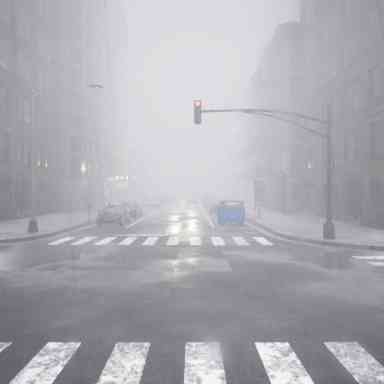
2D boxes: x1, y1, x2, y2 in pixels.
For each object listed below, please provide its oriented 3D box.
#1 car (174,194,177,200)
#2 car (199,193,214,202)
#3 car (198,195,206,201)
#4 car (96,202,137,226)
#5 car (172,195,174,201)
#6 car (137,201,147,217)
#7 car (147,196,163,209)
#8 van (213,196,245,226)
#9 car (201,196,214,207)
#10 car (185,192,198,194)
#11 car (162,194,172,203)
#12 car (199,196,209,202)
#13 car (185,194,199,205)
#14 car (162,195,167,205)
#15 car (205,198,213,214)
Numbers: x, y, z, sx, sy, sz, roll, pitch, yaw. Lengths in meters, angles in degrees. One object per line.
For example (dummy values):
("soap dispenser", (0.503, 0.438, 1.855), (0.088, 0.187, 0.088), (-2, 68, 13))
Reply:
("car", (-5.410, 1.409, 79.995), (1.967, 1.590, 4.097), (0, 0, 0))
("car", (2.623, 1.305, 51.594), (2.192, 1.841, 5.009), (0, 0, 0))
("car", (2.614, 1.531, 85.681), (1.947, 1.339, 4.313), (0, 0, 0))
("car", (-5.395, 1.549, 23.176), (2.008, 1.369, 4.403), (0, 0, 0))
("car", (-5.407, 1.293, 68.631), (2.192, 1.841, 5.009), (0, 0, 0))
("car", (-5.396, 1.543, 28.858), (1.887, 1.381, 4.507), (0, 0, 0))
("car", (-5.401, 1.520, 45.734), (1.752, 1.417, 4.829), (0, 0, 0))
("van", (2.630, 1.340, 23.187), (1.690, 1.788, 3.998), (0, 0, 0))
("car", (2.625, 1.576, 45.912), (1.802, 1.307, 4.206), (0, 0, 0))
("car", (0.076, 1.331, 67.096), (2.097, 1.767, 4.553), (0, 0, -2))
("car", (-5.405, 1.548, 62.949), (1.947, 1.339, 4.313), (0, 0, 0))
("car", (2.617, 1.524, 74.319), (2.008, 1.369, 4.403), (0, 0, 0))
("car", (0.088, 1.512, 57.266), (1.812, 1.442, 4.674), (0, 0, 0))
("car", (-5.402, 1.556, 51.586), (1.947, 1.339, 4.313), (0, 0, 0))
("car", (2.628, 1.580, 34.549), (1.802, 1.307, 4.206), (0, 0, 0))
